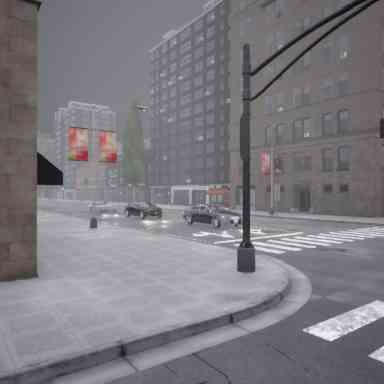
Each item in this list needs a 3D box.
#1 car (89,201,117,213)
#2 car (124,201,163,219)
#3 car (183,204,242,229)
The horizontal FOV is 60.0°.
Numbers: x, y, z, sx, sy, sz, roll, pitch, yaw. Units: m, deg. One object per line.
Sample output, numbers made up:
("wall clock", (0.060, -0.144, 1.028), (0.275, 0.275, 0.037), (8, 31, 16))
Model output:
("car", (-10.440, 1.741, 38.894), (1.895, 1.301, 4.718), (0, 0, -36))
("car", (-4.538, 1.579, 30.659), (1.882, 1.535, 5.008), (0, 0, -35))
("car", (1.284, 1.554, 22.549), (2.128, 1.511, 4.902), (0, 0, -36))
